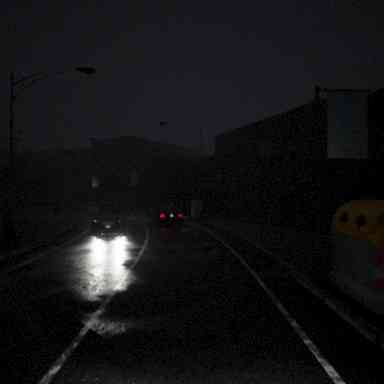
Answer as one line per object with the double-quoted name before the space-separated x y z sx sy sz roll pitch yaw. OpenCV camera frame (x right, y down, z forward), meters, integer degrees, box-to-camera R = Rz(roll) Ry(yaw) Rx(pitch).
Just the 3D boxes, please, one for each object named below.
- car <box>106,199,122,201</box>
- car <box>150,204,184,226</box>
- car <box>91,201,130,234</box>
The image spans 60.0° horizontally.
"car" -9.410 1.556 39.466 2.128 1.511 4.902 1 0 -36
"car" -1.931 1.604 24.236 2.033 1.411 5.357 0 0 -14
"car" -4.756 1.524 19.582 2.128 1.511 4.902 0 0 -10
